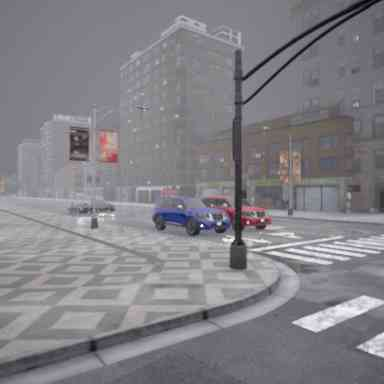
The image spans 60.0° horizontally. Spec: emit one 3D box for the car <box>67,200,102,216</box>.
[{"bbox_3d":[-11.414,1.717,34.543,1.895,1.301,4.718,0,0,-36],"label":"car"}]

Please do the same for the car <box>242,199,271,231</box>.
[{"bbox_3d":[2.375,1.268,21.089,2.150,2.045,5.566,0,0,-36],"label":"car"}]

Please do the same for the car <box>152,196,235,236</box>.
[{"bbox_3d":[-0.239,1.270,19.158,2.150,2.045,5.566,0,0,-36],"label":"car"}]

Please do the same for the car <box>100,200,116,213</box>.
[{"bbox_3d":[-10.813,1.671,39.257,2.033,1.411,5.357,0,0,-36],"label":"car"}]
